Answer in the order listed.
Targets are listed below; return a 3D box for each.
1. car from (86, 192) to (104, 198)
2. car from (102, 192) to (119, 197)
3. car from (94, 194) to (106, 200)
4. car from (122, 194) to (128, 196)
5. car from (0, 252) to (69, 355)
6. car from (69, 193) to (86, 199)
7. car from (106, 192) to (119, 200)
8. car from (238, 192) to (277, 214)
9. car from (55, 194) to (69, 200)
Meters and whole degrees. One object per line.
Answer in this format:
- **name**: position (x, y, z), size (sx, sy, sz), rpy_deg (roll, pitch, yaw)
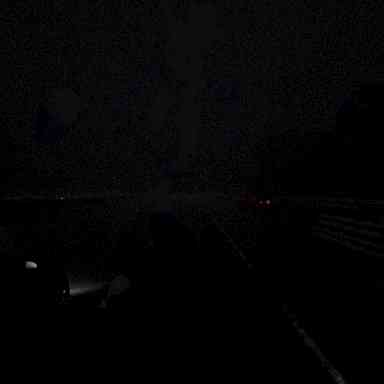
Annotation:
- **car**: position (-21.018, 1.309, 72.571), size (1.812, 1.442, 4.674), rpy_deg (0, 0, 0)
- **car**: position (-17.518, 1.285, 72.572), size (1.837, 1.490, 4.892), rpy_deg (0, 0, 0)
- **car**: position (-24.521, 1.246, 88.404), size (1.837, 1.490, 4.892), rpy_deg (0, 0, 0)
- **car**: position (-17.521, 1.299, 88.406), size (1.994, 1.385, 4.181), rpy_deg (0, 0, 0)
- **car**: position (-3.401, 1.542, 4.880), size (1.994, 1.385, 4.181), rpy_deg (0, 0, 0)
- **car**: position (-24.518, 1.380, 72.541), size (1.895, 1.301, 4.718), rpy_deg (0, 0, 0)
- **car**: position (-21.021, 0.971, 88.374), size (2.150, 2.045, 5.566), rpy_deg (0, 0, 0)
- **car**: position (6.464, 1.055, 33.469), size (2.150, 2.045, 5.566), rpy_deg (-3, 0, -13)
- **car**: position (-28.017, 1.286, 72.265), size (1.837, 1.490, 4.892), rpy_deg (0, 0, 0)
